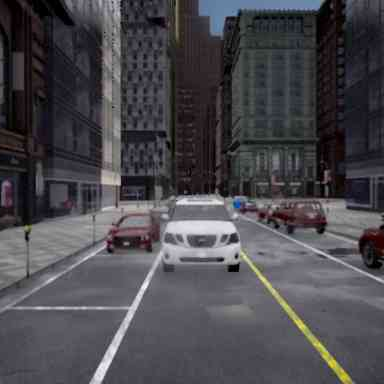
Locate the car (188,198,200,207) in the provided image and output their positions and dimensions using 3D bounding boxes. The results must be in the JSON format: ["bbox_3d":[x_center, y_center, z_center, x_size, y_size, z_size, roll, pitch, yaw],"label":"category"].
[{"bbox_3d":[0.340,1.733,53.954,1.895,1.301,4.718,0,0,0],"label":"car"}]

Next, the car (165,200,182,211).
[{"bbox_3d":[-2.327,1.679,42.234,1.947,1.339,4.313,0,0,0],"label":"car"}]

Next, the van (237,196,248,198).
[{"bbox_3d":[6.197,1.455,42.238,1.690,1.788,3.998,0,0,0],"label":"van"}]

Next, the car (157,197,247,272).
[{"bbox_3d":[0.257,1.261,11.268,2.150,2.045,5.566,0,0,0],"label":"car"}]

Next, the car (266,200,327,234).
[{"bbox_3d":[6.203,1.377,19.642,2.192,1.841,5.009,0,0,0],"label":"car"}]

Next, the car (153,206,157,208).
[{"bbox_3d":[-2.322,1.659,25.286,1.802,1.307,4.206,0,0,0],"label":"car"}]

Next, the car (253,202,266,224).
[{"bbox_3d":[6.202,1.517,25.291,1.967,1.590,4.097,0,0,0],"label":"car"}]

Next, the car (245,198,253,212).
[{"bbox_3d":[6.200,1.685,36.588,1.802,1.307,4.206,0,0,0],"label":"car"}]

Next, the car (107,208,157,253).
[{"bbox_3d":[-2.319,1.590,13.988,1.887,1.381,4.507,0,0,0],"label":"car"}]

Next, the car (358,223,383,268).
[{"bbox_3d":[6.207,1.344,8.345,2.192,1.841,5.009,0,0,0],"label":"car"}]
